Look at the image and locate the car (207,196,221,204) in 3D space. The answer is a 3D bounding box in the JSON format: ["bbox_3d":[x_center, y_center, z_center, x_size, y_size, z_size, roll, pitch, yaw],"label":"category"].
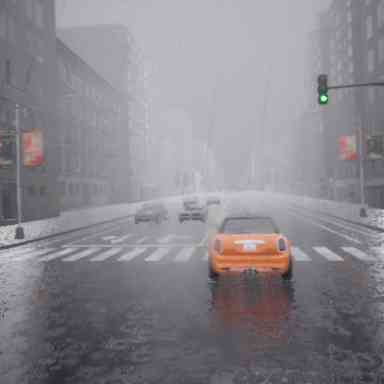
[{"bbox_3d":[3.243,1.284,48.883,1.994,1.385,4.181,-2,0,8],"label":"car"}]

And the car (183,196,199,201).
[{"bbox_3d":[-0.128,1.302,48.224,1.882,1.535,5.008,-2,0,8],"label":"car"}]

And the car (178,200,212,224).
[{"bbox_3d":[0.182,1.611,25.422,1.895,1.301,4.718,-2,0,7],"label":"car"}]

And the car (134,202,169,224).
[{"bbox_3d":[-3.060,1.607,25.707,1.837,1.490,4.892,-2,1,7],"label":"car"}]

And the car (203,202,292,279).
[{"bbox_3d":[1.689,1.370,10.266,2.097,1.767,4.553,-2,0,7],"label":"car"}]
